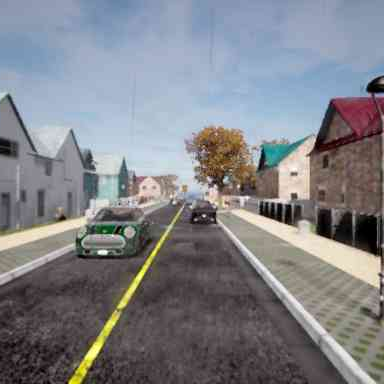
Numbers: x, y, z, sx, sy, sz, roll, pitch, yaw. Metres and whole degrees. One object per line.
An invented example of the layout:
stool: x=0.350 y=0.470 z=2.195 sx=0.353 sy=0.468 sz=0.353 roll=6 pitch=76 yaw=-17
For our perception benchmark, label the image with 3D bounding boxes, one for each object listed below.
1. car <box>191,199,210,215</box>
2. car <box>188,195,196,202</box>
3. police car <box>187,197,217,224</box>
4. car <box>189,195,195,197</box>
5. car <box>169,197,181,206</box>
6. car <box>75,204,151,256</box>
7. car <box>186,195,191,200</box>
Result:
car: x=0.819 y=1.511 z=34.903 sx=1.812 sy=1.442 sz=4.674 roll=0 pitch=0 yaw=0
car: x=-0.012 y=1.501 z=79.815 sx=1.882 sy=1.535 sz=5.008 roll=0 pitch=0 yaw=0
police car: x=0.821 y=1.404 z=25.013 sx=1.930 sy=1.638 sz=5.238 roll=0 pitch=0 yaw=0
car: x=0.818 y=1.493 z=40.903 sx=1.837 sy=1.490 sz=4.892 roll=0 pitch=0 yaw=0
car: x=-2.807 y=1.528 z=55.782 sx=2.128 sy=1.511 sz=4.902 roll=0 pitch=0 yaw=1
car: x=-2.852 y=1.329 z=12.877 sx=2.097 sy=1.767 sz=4.553 roll=0 pitch=0 yaw=0
car: x=-0.009 y=1.609 z=59.956 sx=2.033 sy=1.411 sz=5.357 roll=0 pitch=0 yaw=0
